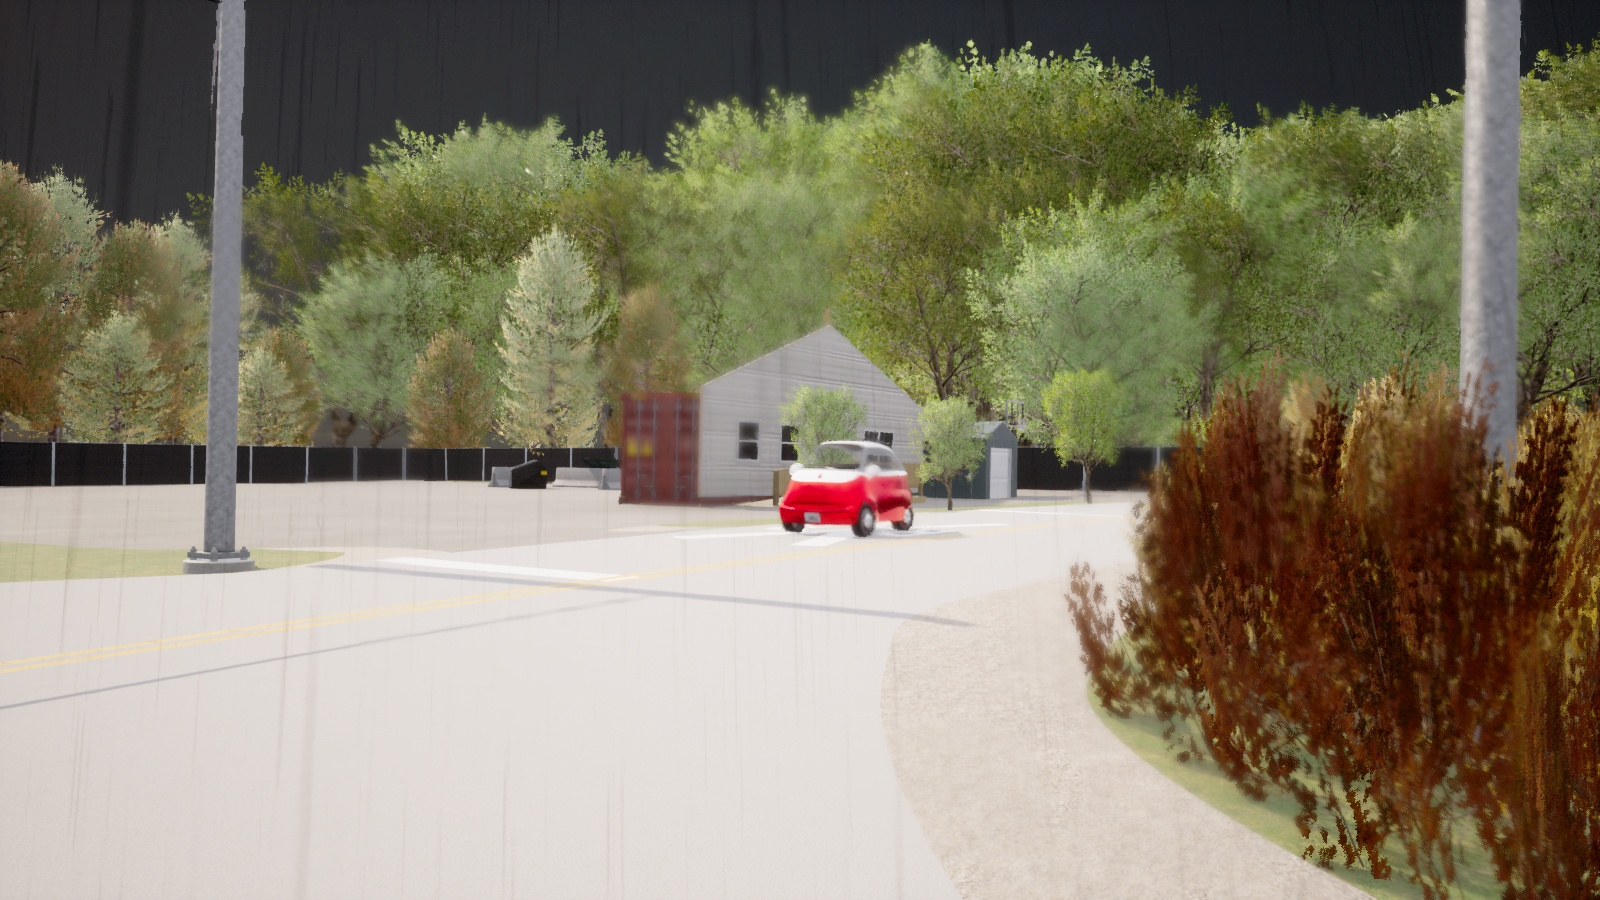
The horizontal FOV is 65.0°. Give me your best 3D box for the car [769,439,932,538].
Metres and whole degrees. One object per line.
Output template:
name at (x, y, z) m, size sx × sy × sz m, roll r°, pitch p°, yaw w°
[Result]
car at (0.788, 0.532, 18.719) m, size 1.481 × 1.376 × 2.207 m, roll 0°, pitch 0°, yaw 34°
